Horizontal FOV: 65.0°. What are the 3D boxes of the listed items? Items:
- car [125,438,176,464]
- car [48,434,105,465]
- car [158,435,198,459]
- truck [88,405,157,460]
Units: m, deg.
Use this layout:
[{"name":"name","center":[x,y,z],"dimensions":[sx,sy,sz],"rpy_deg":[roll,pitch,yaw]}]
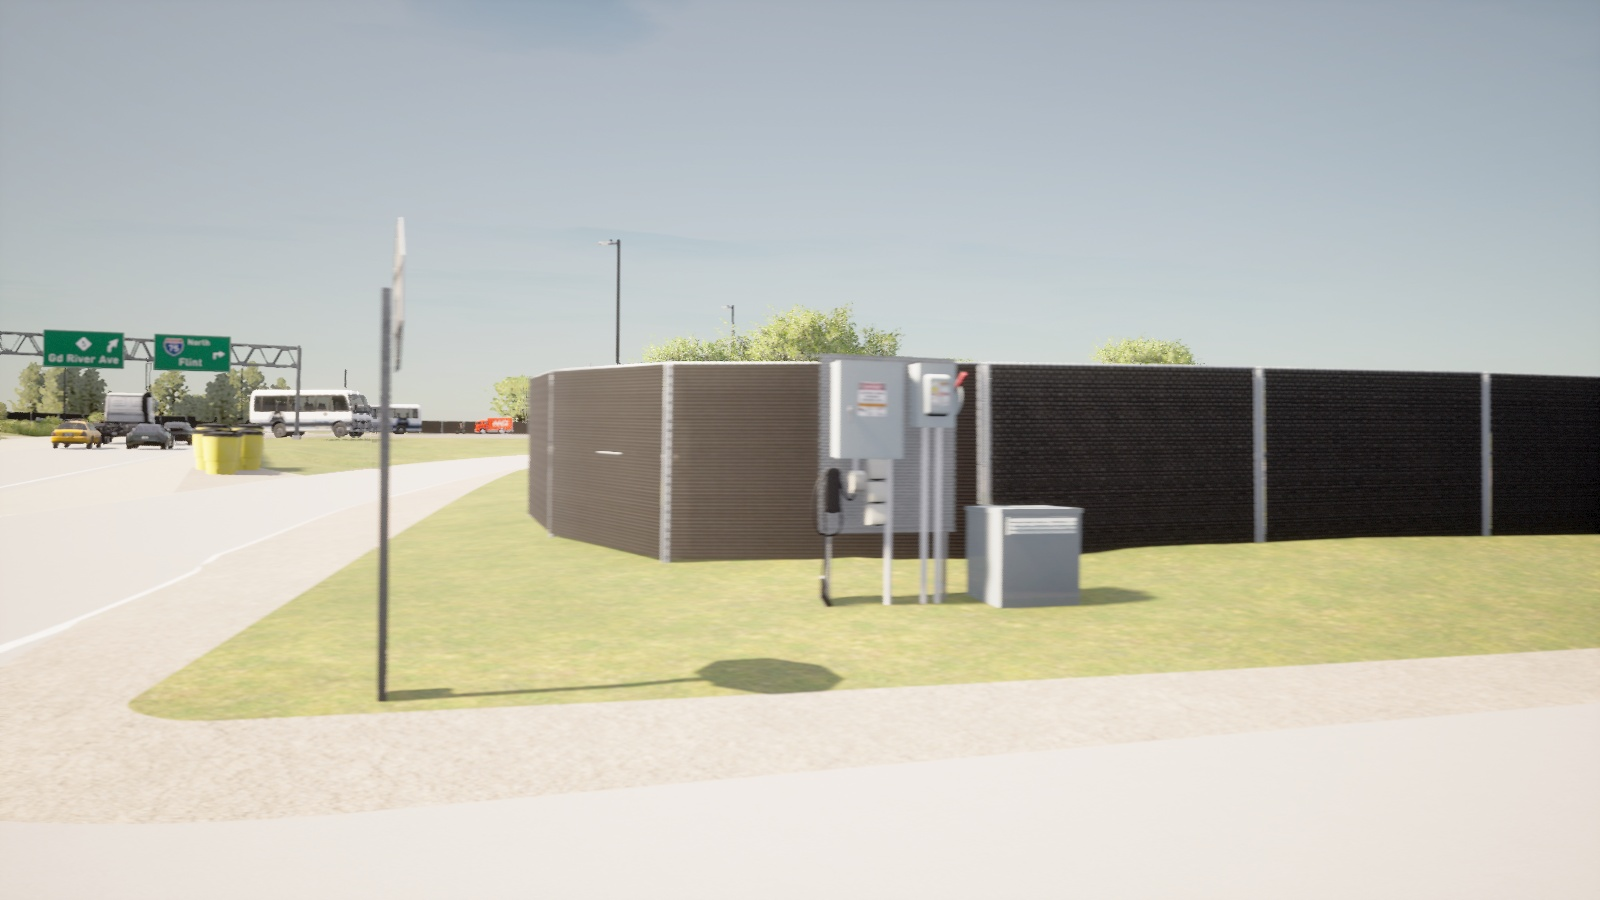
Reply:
[{"name":"car","center":[-35.681,0.041,69.033],"dimensions":[1.994,1.385,4.181],"rpy_deg":[-1,1,-21]},{"name":"car","center":[-38.905,-0.049,67.658],"dimensions":[1.801,1.575,5.366],"rpy_deg":[-1,1,-21]},{"name":"car","center":[-40.380,-0.196,81.569],"dimensions":[1.837,1.490,4.892],"rpy_deg":[-1,1,-21]},{"name":"truck","center":[-44.637,-1.188,82.927],"dimensions":[2.891,3.462,7.936],"rpy_deg":[-1,1,-21]}]
